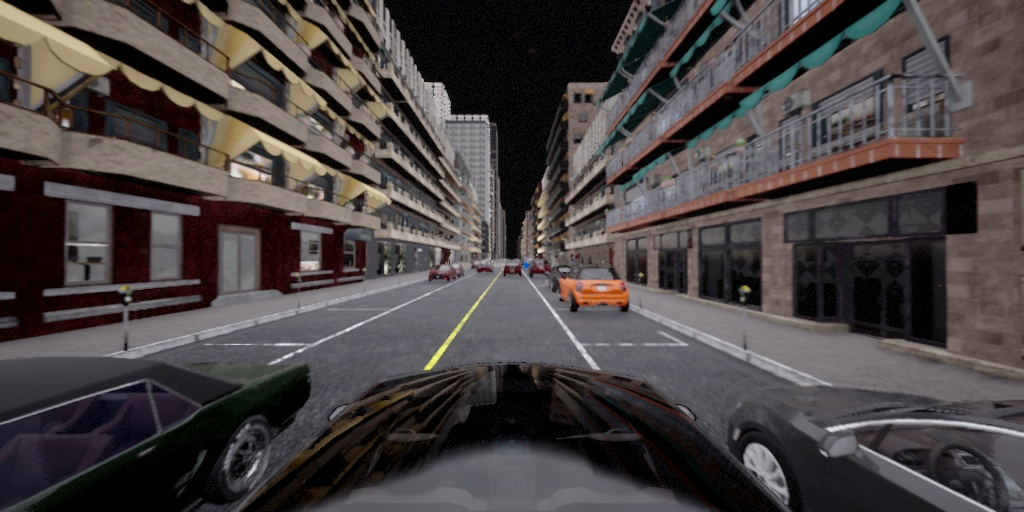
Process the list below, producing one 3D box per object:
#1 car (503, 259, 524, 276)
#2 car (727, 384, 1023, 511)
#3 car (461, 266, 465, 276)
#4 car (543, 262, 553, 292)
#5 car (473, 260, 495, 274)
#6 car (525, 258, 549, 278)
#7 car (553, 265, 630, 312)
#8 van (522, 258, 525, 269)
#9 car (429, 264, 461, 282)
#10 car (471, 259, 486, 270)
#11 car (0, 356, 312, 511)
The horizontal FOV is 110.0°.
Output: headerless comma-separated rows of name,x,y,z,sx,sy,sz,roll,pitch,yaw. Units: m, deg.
car,0.057,1.328,38.077,1.882,1.535,5.008,0,0,0
car,2.690,1.300,1.351,2.007,1.370,4.403,0,0,0
car,-5.693,1.424,35.442,1.802,1.307,4.207,0,0,0
car,3.144,1.308,21.589,1.837,1.490,4.892,0,0,0
car,-3.094,1.464,42.576,1.895,1.301,4.718,0,0,0
car,2.687,1.157,35.445,2.192,1.841,5.009,0,0,0
car,3.112,1.137,14.560,2.097,1.767,4.553,0,0,0
van,2.686,1.251,58.174,1.690,1.789,3.998,0,0,0
car,-5.692,1.371,29.759,1.888,1.381,4.507,0,0,0
car,-5.695,1.456,58.171,1.888,1.381,4.507,0,0,0
car,-3.100,1.351,1.645,1.895,1.301,4.718,0,0,0
